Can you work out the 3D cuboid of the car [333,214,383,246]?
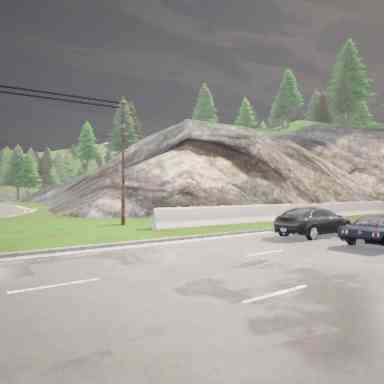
[{"bbox_3d":[8.293,1.616,14.084,4.718,1.301,1.895,0,0,-35],"label":"car"}]

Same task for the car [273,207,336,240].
[{"bbox_3d":[6.236,1.516,16.916,4.892,1.490,1.837,0,0,-35],"label":"car"}]
